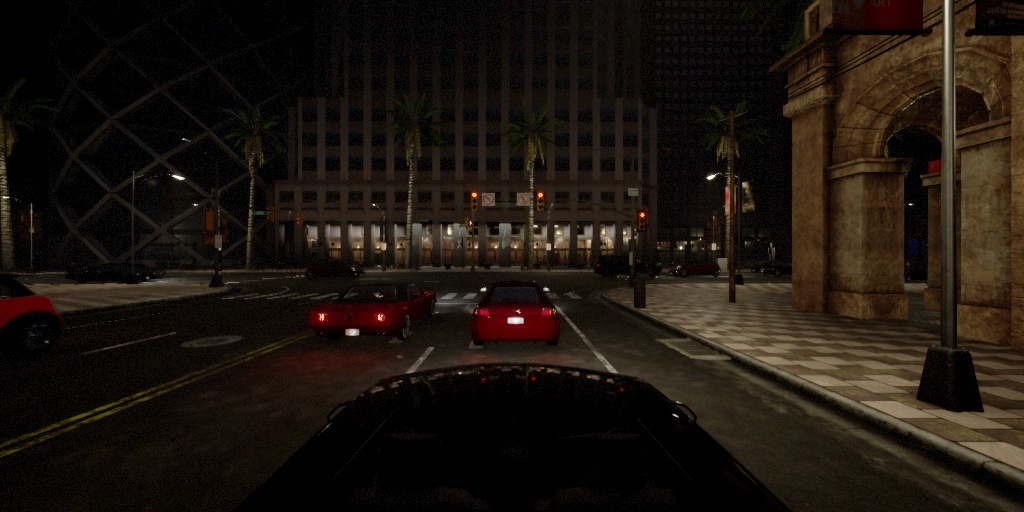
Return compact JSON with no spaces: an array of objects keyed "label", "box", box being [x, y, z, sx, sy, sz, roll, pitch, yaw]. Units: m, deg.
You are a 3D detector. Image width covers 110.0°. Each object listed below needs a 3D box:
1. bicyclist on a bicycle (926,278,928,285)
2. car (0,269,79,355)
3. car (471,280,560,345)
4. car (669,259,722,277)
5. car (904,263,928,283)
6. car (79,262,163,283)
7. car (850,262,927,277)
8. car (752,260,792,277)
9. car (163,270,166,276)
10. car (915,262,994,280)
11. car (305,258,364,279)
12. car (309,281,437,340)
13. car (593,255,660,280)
[{"label":"bicyclist on a bicycle","box":[24.674,1.050,20.563,0.582,1.620,1.656,0,0,0]},{"label":"car","box":[-10.596,1.102,5.592,2.097,1.767,4.553,0,0,0]},{"label":"car","box":[0.080,1.314,9.470,1.994,1.385,4.181,0,0,0]},{"label":"car","box":[17.809,1.102,35.064,4.553,1.767,2.097,0,0,0]},{"label":"car","box":[30.970,1.314,27.827,4.181,1.385,1.994,0,0,0]},{"label":"car","box":[-30.997,1.297,27.774,5.357,1.411,2.033,0,0,-3]},{"label":"car","box":[36.676,1.297,35.004,5.357,1.411,2.033,0,0,0]},{"label":"car","box":[26.903,1.241,35.039,4.902,1.511,2.128,0,0,0]},{"label":"car","box":[-32.865,1.276,30.940,4.674,1.442,1.812,0,0,-7]},{"label":"car","box":[38.527,1.275,31.296,4.674,1.442,1.812,0,0,0]},{"label":"car","box":[-15.446,1.102,31.423,4.553,1.767,2.097,0,0,0]},{"label":"car","box":[-3.419,1.351,9.931,1.895,1.301,4.718,0,0,0]},{"label":"car","box":[9.971,0.971,31.386,5.566,2.045,2.150,0,0,0]}]
